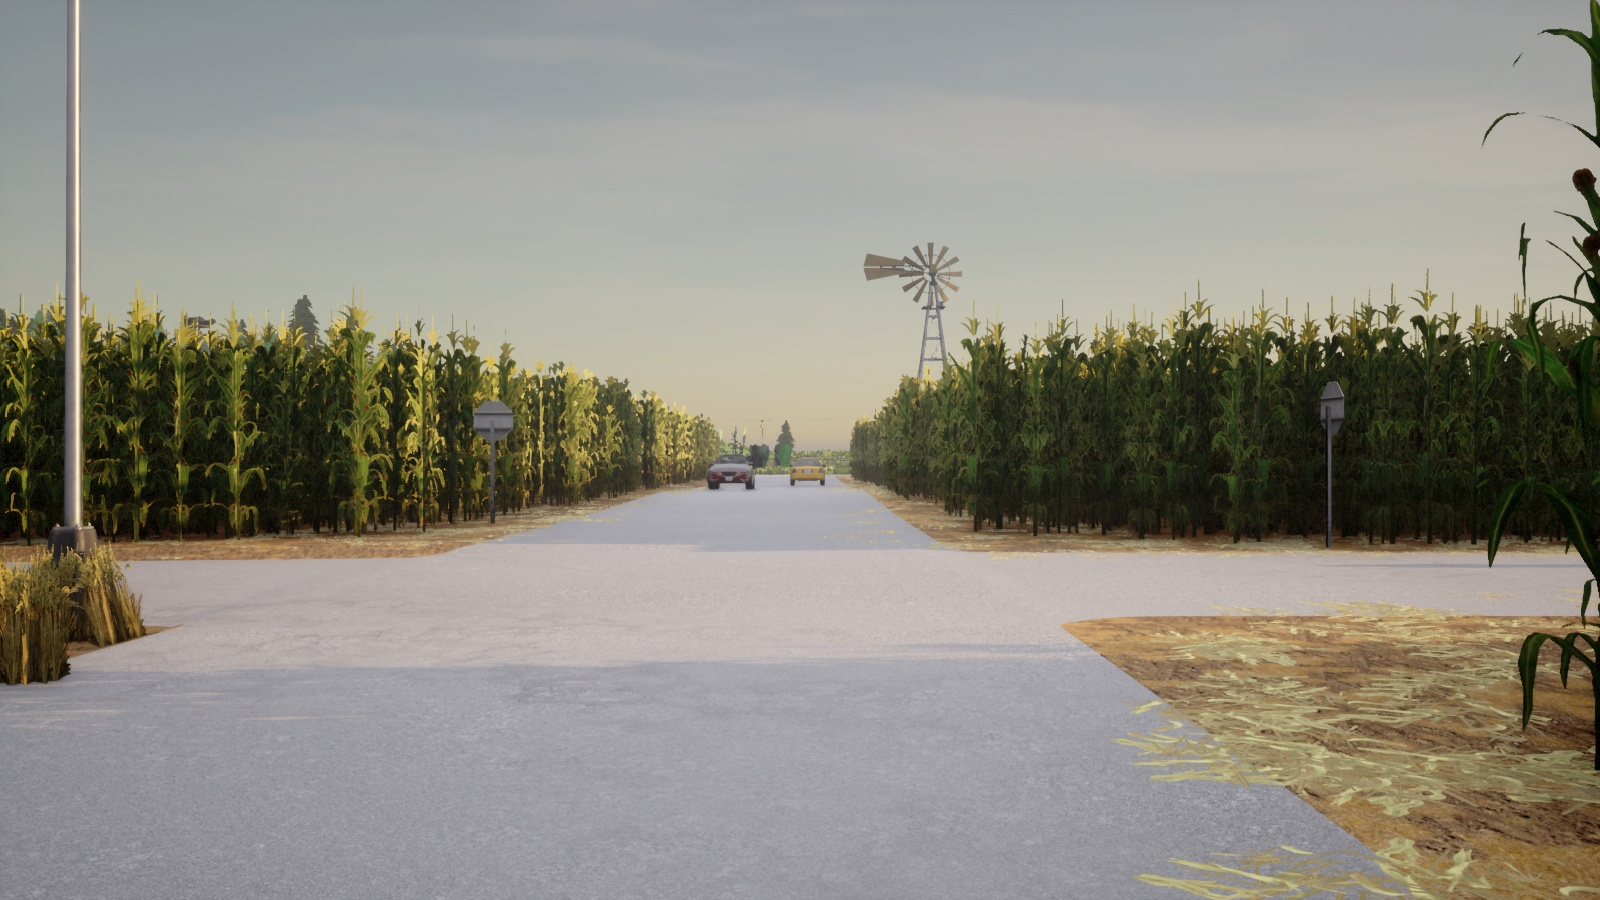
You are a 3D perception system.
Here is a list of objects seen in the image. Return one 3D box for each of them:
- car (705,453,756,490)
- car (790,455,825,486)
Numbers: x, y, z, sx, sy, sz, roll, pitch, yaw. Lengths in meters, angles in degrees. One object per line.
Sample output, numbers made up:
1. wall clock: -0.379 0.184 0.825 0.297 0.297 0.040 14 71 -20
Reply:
1. car: -2.790 0.882 51.323 1.816 1.474 4.193 0 -1 0
2. car: 0.400 1.071 66.900 1.801 1.575 5.366 0 -1 0
